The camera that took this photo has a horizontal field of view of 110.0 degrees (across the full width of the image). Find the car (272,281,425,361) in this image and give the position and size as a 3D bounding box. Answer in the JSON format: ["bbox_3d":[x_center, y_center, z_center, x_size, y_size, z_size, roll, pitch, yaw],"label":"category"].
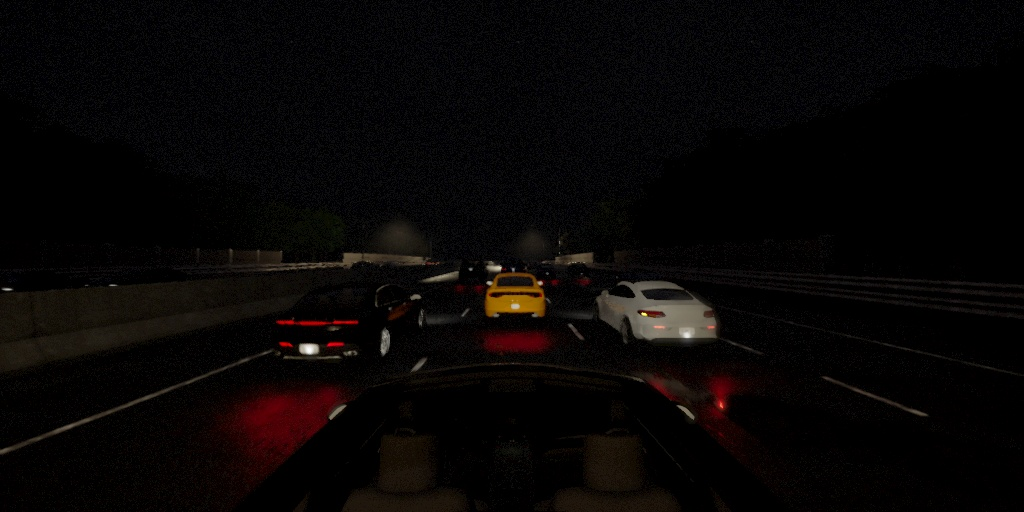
[{"bbox_3d":[-3.397,1.327,8.428,1.837,1.490,4.892,0,0,0],"label":"car"}]

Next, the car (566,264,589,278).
[{"bbox_3d":[7.110,1.548,38.898,1.837,1.490,4.892,0,0,0],"label":"car"}]

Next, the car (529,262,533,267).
[{"bbox_3d":[3.520,1.676,61.155,1.994,1.385,4.181,0,0,0],"label":"car"}]

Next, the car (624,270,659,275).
[{"bbox_3d":[7.105,1.468,20.063,2.033,1.411,5.357,0,0,0],"label":"car"}]

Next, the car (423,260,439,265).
[{"bbox_3d":[-14.001,1.465,62.158,2.097,1.767,4.553,0,0,0],"label":"car"}]

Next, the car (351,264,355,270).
[{"bbox_3d":[-24.509,1.610,58.561,1.837,1.490,4.892,0,0,1],"label":"car"}]

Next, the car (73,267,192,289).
[{"bbox_3d":[-21.091,1.429,20.524,1.837,1.490,4.892,0,0,0],"label":"car"}]

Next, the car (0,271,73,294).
[{"bbox_3d":[-24.591,1.450,17.770,2.033,1.411,5.357,0,0,0],"label":"car"}]

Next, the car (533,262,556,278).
[{"bbox_3d":[3.512,1.562,37.951,1.812,1.442,4.674,0,0,0],"label":"car"}]

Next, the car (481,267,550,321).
[{"bbox_3d":[0.104,1.341,12.959,1.882,1.535,5.008,0,0,0],"label":"car"}]

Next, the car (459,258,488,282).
[{"bbox_3d":[-3.390,1.225,31.985,2.150,2.045,5.566,0,0,0],"label":"car"}]

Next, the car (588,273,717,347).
[{"bbox_3d":[3.503,1.358,9.489,1.812,1.442,4.674,0,-1,0],"label":"car"}]

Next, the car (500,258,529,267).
[{"bbox_3d":[0.111,1.228,32.363,2.150,2.045,5.566,0,0,0],"label":"car"}]

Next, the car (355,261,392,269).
[{"bbox_3d":[-17.558,1.564,45.652,2.128,1.511,4.902,0,0,0],"label":"car"}]

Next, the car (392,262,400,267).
[{"bbox_3d":[-20.985,1.659,61.935,2.033,1.411,5.357,0,0,0],"label":"car"}]

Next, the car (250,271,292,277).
[{"bbox_3d":[-14.092,1.526,20.715,1.895,1.301,4.718,0,0,0],"label":"car"}]
